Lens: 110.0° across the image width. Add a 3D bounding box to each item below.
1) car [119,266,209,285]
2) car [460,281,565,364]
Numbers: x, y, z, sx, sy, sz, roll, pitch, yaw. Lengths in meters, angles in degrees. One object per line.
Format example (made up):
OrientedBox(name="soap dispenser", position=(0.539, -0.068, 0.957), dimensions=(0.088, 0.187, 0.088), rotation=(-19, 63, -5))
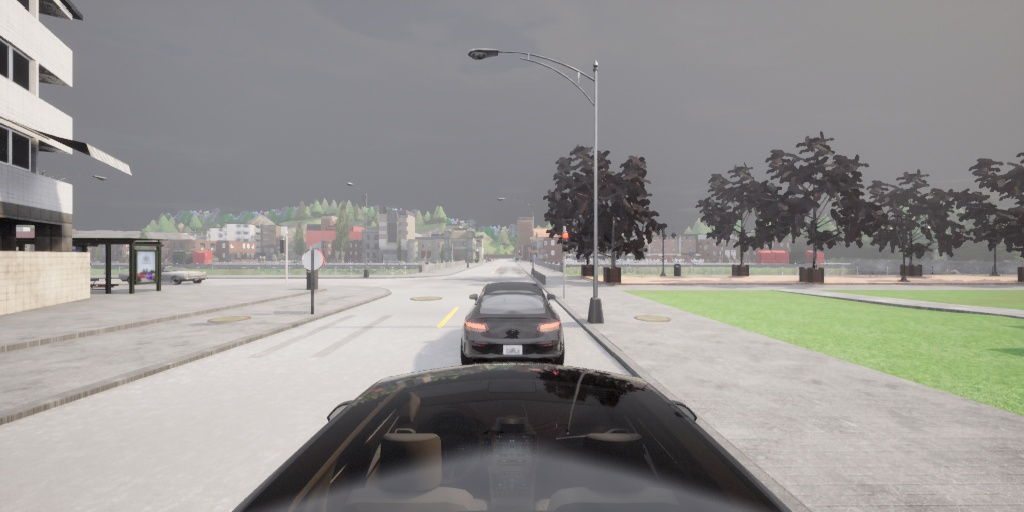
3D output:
OrientedBox(name="car", position=(-24.466, 1.351, 25.300), dimensions=(4.718, 1.301, 1.895), rotation=(0, 0, 0))
OrientedBox(name="car", position=(0.007, 1.276, 7.806), dimensions=(1.812, 1.442, 4.674), rotation=(0, 0, 0))
